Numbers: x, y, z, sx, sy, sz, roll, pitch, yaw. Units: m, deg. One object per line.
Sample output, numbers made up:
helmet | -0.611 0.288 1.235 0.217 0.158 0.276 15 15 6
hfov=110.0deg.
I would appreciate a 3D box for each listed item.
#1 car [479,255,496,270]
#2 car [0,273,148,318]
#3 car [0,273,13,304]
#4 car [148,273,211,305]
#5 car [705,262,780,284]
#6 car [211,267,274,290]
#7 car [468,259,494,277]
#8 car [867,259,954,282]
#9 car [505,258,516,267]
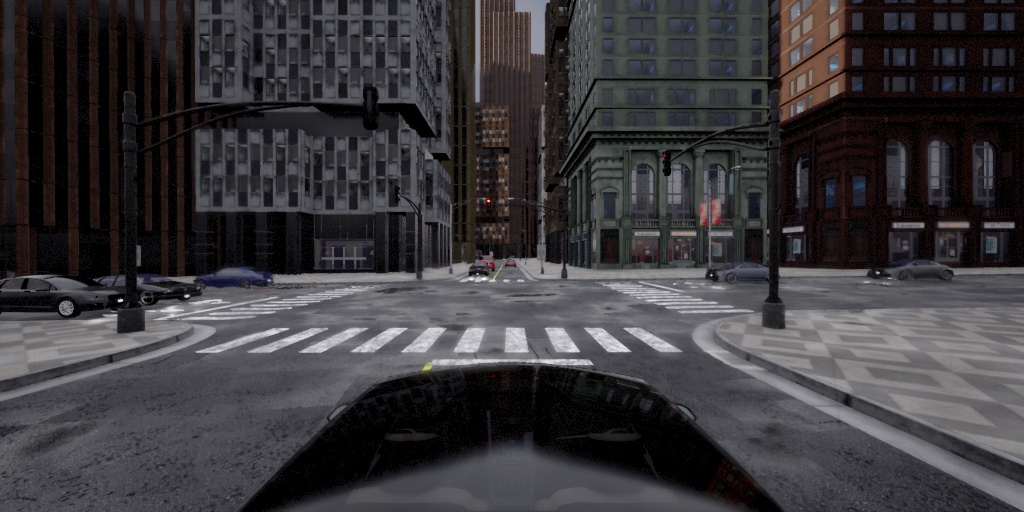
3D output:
car | -3.322 0.934 46.863 2.150 2.045 5.566 0 0 -1
car | -17.418 1.492 13.711 4.892 1.490 1.837 -1 0 0
car | -27.346 1.609 16.938 4.892 1.490 1.837 -1 0 0
car | -17.860 1.523 17.017 5.357 1.411 2.033 -1 0 5
car | 15.195 1.066 23.747 4.181 1.385 1.994 -1 0 0
car | -18.307 1.474 23.663 4.674 1.442 1.812 -1 0 0
car | -3.229 1.276 36.183 2.033 1.411 5.357 0 0 0
car | 26.288 0.923 23.763 4.181 1.385 1.994 -1 0 1
car | -0.269 1.240 64.656 1.994 1.385 4.181 0 0 -1
